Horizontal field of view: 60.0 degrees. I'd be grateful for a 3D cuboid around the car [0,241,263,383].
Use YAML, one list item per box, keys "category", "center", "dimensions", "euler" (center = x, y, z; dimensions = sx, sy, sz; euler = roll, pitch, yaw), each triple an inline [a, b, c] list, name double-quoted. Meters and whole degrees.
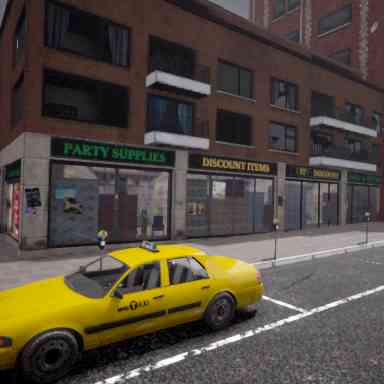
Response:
- category: "car"
  center: [-0.940, 1.527, 5.401]
  dimensions: [4.829, 1.417, 1.752]
  euler: [0, 2, -35]
